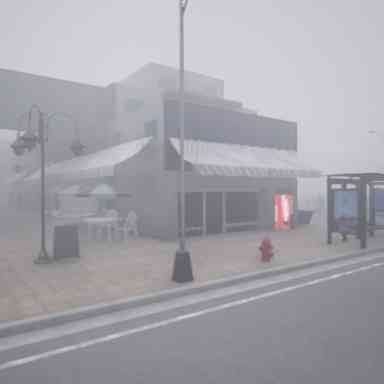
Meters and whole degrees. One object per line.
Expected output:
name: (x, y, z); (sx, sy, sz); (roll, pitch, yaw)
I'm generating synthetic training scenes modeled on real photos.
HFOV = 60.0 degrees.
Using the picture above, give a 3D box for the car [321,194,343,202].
car: (28.037, 1.128, 66.683); (4.514, 1.523, 2.007); (0, 0, -36)

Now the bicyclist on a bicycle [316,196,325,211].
bicyclist on a bicycle: (14.344, 1.282, 37.091); (1.656, 1.620, 0.582); (-1, 0, -36)

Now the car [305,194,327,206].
car: (18.767, 1.090, 48.563); (5.027, 1.636, 2.152); (0, 0, -36)
